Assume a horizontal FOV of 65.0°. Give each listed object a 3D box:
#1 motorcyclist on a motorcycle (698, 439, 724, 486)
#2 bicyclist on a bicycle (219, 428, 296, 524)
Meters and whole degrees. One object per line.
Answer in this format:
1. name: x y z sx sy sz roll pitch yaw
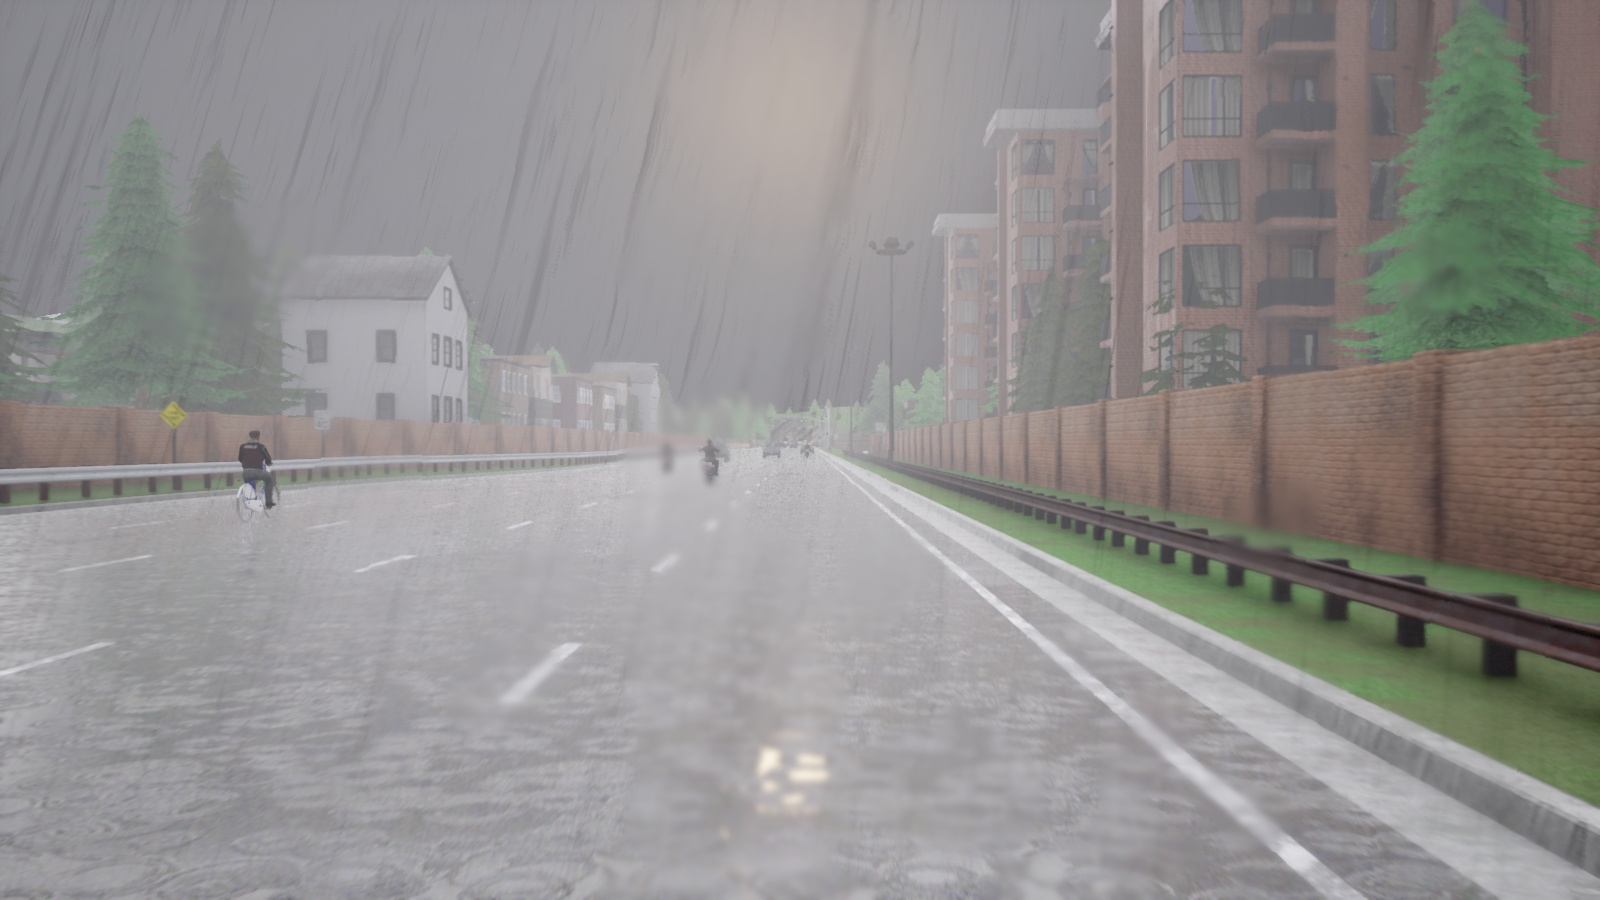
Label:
1. motorcyclist on a motorcycle: -3.224 0.437 45.849 0.766 1.649 2.350 0 0 0
2. bicyclist on a bicycle: -10.348 0.474 24.036 0.659 1.776 1.843 0 1 0
